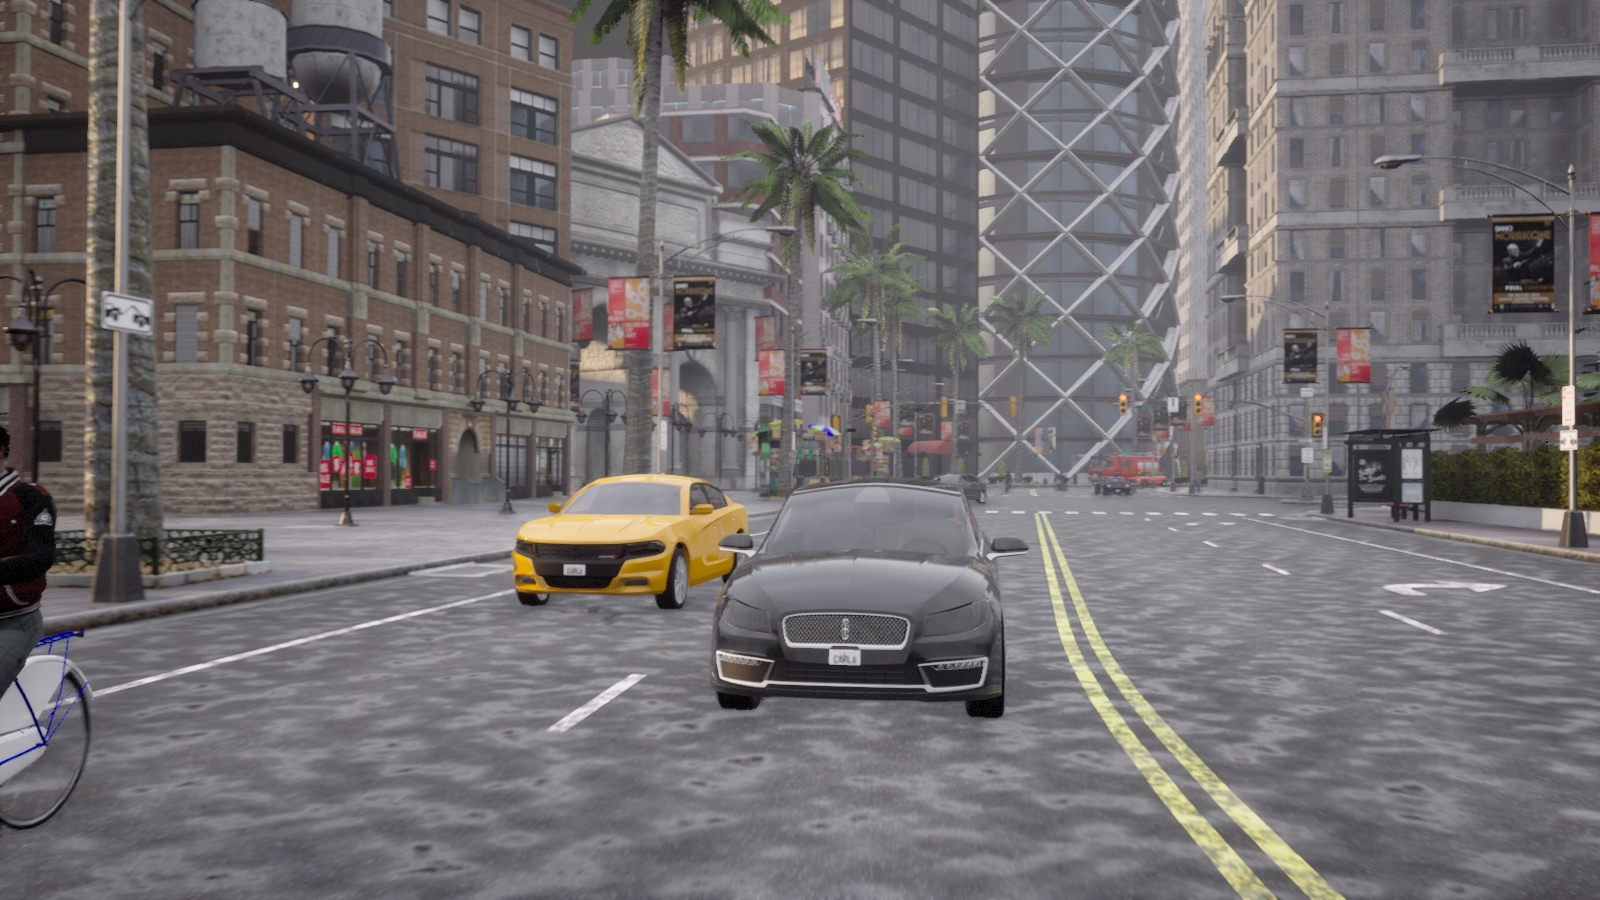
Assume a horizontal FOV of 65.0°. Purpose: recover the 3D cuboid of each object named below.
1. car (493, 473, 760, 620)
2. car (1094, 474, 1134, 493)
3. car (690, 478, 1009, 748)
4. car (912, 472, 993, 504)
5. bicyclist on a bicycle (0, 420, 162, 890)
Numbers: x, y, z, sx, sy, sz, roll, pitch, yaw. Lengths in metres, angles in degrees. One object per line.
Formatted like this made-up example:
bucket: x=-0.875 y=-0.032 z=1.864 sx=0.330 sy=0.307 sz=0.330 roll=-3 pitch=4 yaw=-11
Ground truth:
car: x=-1.950 y=1.064 z=15.869 sx=1.882 sy=1.535 sz=5.008 roll=0 pitch=-1 yaw=10
car: x=21.569 y=2.292 z=86.366 sx=1.895 sy=1.301 sz=4.718 roll=0 pitch=-1 yaw=4
car: x=0.617 y=0.979 z=9.634 sx=1.837 sy=1.490 sz=4.892 roll=0 pitch=-1 yaw=8
car: x=7.391 y=1.808 z=60.408 sx=1.837 sy=1.490 sz=4.892 roll=-1 pitch=-1 yaw=34
bicyclist on a bicycle: x=-3.343 y=0.778 z=4.886 sx=0.659 sy=1.776 sz=1.843 roll=0 pitch=-1 yaw=4
